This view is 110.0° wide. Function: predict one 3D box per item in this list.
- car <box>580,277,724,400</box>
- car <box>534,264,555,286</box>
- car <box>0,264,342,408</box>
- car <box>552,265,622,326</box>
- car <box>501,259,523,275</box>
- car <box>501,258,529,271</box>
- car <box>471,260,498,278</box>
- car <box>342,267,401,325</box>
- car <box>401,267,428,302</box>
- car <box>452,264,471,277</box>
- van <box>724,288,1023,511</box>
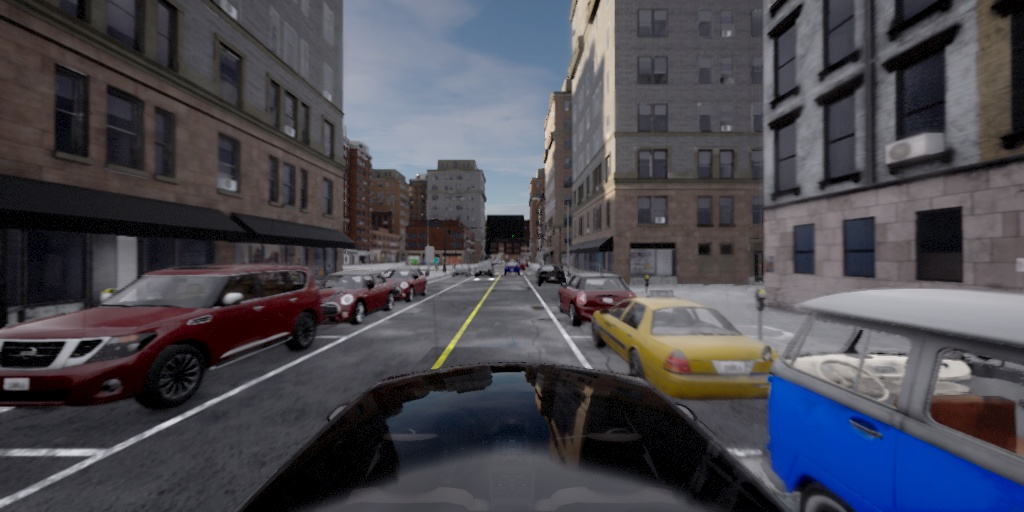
[{"bbox_3d":[2.639,1.301,6.579,1.751,1.417,4.829,0,0,0],"label":"car"},{"bbox_3d":[2.756,1.367,26.745,1.882,1.535,5.008,0,0,0],"label":"car"},{"bbox_3d":[-5.386,1.090,6.411,2.192,1.841,5.009,0,0,0],"label":"car"},{"bbox_3d":[2.640,1.245,11.818,1.967,1.591,4.097,0,0,0],"label":"car"},{"bbox_3d":[0.036,1.461,43.824,1.882,1.535,5.008,0,0,0],"label":"car"},{"bbox_3d":[0.410,1.412,57.109,2.097,1.767,4.553,0,0,-23],"label":"car"},{"bbox_3d":[-2.794,1.453,37.079,1.837,1.490,4.892,0,-1,0],"label":"car"},{"bbox_3d":[-5.385,1.245,11.821,1.967,1.591,4.097,0,0,0],"label":"car"},{"bbox_3d":[-5.384,1.275,17.230,1.967,1.591,4.097,0,0,0],"label":"car"},{"bbox_3d":[-5.379,1.506,38.867,2.007,1.370,4.403,0,0,0],"label":"car"},{"bbox_3d":[2.638,1.087,1.000,1.690,1.789,3.998,0,0,0],"label":"van"}]
